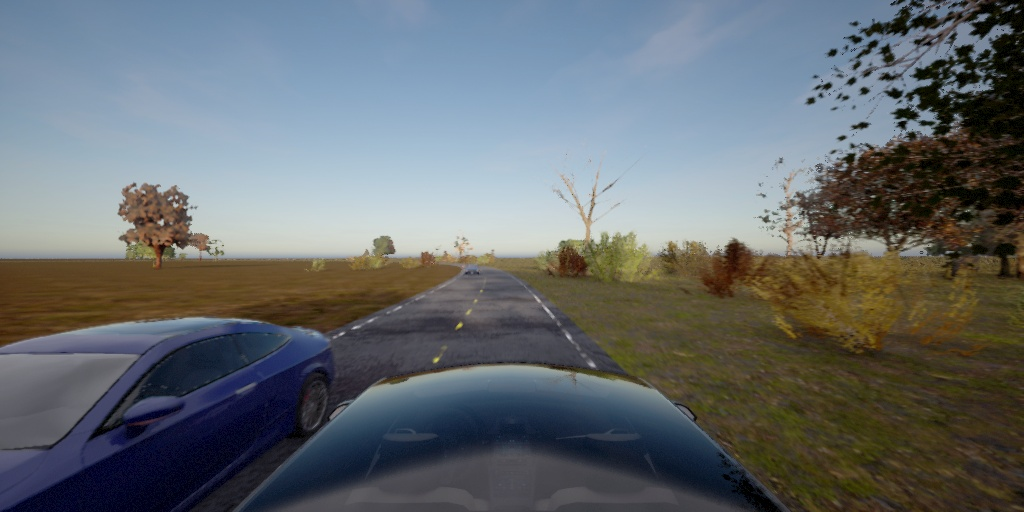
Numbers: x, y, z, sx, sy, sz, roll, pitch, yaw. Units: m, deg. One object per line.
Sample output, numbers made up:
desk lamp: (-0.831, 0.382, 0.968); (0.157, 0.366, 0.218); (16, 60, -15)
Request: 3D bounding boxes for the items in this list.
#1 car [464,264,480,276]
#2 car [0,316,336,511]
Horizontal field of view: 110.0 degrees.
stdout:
car: (-4.954, 1.698, 45.129); (2.033, 1.411, 5.357); (0, 0, -4)
car: (-3.121, 1.295, 2.771); (1.812, 1.442, 4.674); (0, -1, 0)
